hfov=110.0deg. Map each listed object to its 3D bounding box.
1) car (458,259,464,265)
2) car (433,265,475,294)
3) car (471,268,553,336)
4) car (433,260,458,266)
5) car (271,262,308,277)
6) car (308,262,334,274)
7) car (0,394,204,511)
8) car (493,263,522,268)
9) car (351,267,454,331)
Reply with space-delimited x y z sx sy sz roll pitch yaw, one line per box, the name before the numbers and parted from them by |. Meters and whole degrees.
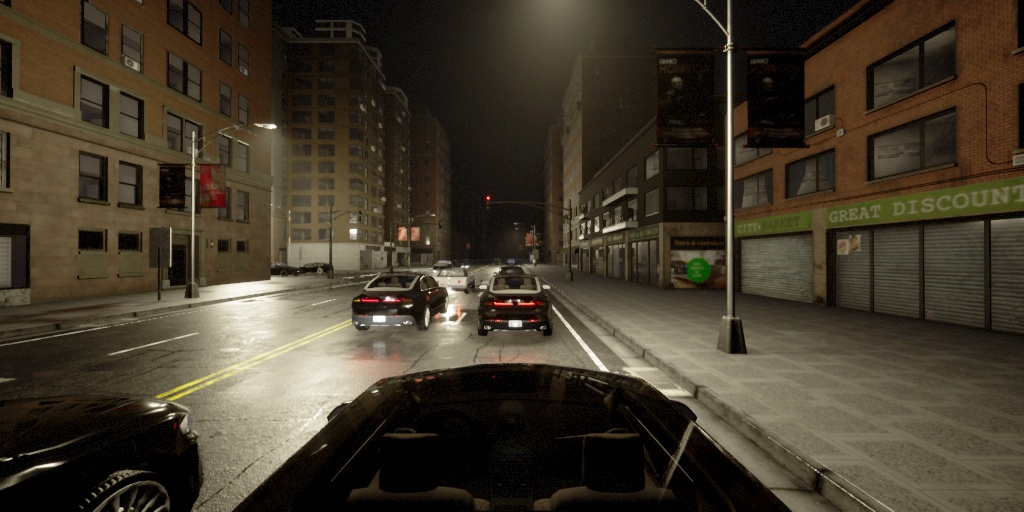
car | -9.941 1.340 61.907 1.994 1.385 4.181 0 0 0
car | -3.189 1.353 20.290 1.895 1.301 4.718 0 0 0
car | 0.081 1.256 10.387 1.837 1.490 4.892 0 0 0
car | -9.918 1.317 52.220 2.033 1.411 5.357 0 0 4
car | -22.610 1.315 34.572 4.181 1.385 1.994 0 0 0
car | -22.227 1.346 40.053 4.313 1.339 1.948 0 0 0
car | -3.153 1.241 0.582 2.128 1.511 4.902 0 0 0
car | -0.035 1.278 19.644 1.812 1.442 4.674 0 0 0
car | -3.170 1.256 10.978 1.837 1.490 4.892 0 0 0
